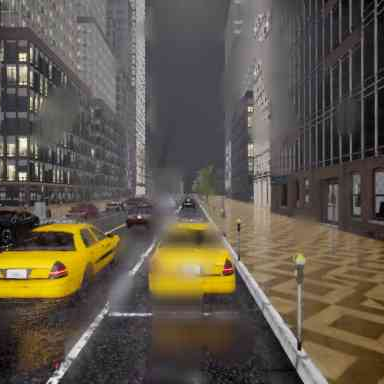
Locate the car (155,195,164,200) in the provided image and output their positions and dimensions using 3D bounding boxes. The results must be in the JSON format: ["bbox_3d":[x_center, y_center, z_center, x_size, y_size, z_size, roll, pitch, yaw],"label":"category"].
[{"bbox_3d":[-8.832,1.504,89.799,1.947,1.339,4.313,0,0,0],"label":"car"}]

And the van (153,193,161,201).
[{"bbox_3d":[-8.831,1.286,84.106,1.690,1.788,3.998,0,0,0],"label":"van"}]

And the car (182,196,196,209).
[{"bbox_3d":[-0.452,1.548,44.248,1.947,1.339,4.313,0,0,0],"label":"car"}]

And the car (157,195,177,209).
[{"bbox_3d":[-3.056,1.509,43.092,1.812,1.442,4.674,0,0,0],"label":"car"}]

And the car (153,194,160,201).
[{"bbox_3d":[-8.832,1.391,78.413,1.967,1.590,4.097,0,0,0],"label":"car"}]

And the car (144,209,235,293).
[{"bbox_3d":[0.004,1.456,8.839,1.801,1.575,5.366,0,0,0],"label":"car"}]

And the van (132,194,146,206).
[{"bbox_3d":[-8.832,1.315,55.646,1.690,1.788,3.998,0,0,0],"label":"van"}]

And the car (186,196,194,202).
[{"bbox_3d":[-0.452,1.533,78.399,1.802,1.307,4.206,0,0,0],"label":"car"}]

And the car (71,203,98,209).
[{"bbox_3d":[-8.832,1.575,27.183,1.802,1.307,4.206,0,0,0],"label":"car"}]

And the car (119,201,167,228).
[{"bbox_3d":[-3.081,1.543,22.183,2.033,1.411,5.357,0,0,0],"label":"car"}]

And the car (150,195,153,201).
[{"bbox_3d":[-8.833,1.551,61.338,1.802,1.307,4.206,0,0,0],"label":"car"}]

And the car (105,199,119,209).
[{"bbox_3d":[-8.833,1.537,38.569,2.008,1.369,4.403,0,0,0],"label":"car"}]

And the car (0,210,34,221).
[{"bbox_3d":[-8.833,1.563,15.800,1.947,1.339,4.313,0,0,0],"label":"car"}]

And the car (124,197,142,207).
[{"bbox_3d":[-8.833,1.523,49.953,1.887,1.381,4.507,0,0,0],"label":"car"}]

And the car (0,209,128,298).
[{"bbox_3d":[-3.143,1.455,8.553,1.801,1.575,5.366,0,0,0],"label":"car"}]

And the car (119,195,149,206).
[{"bbox_3d":[-6.231,1.339,36.701,2.097,1.767,4.553,0,0,0],"label":"car"}]
